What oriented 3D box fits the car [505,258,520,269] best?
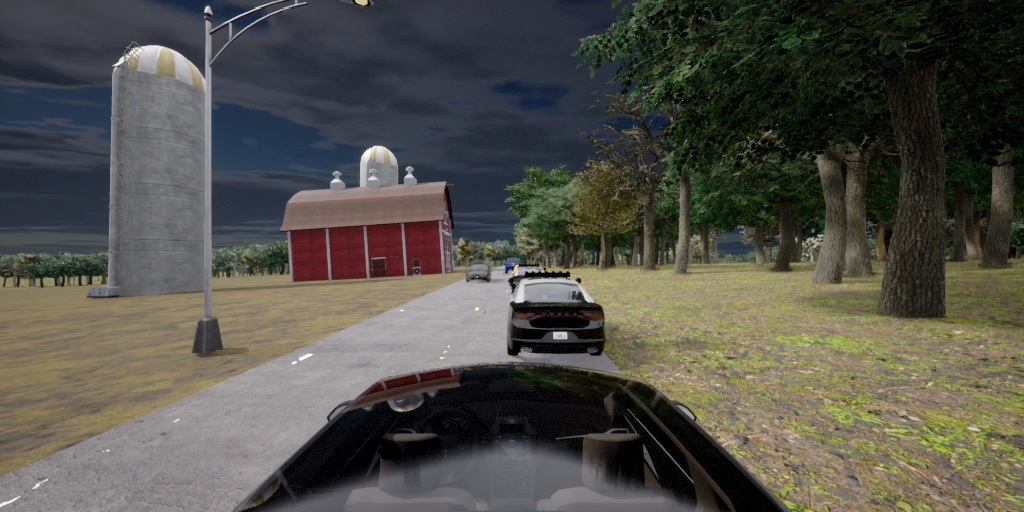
[{"bbox_3d":[0.207,1.265,47.309,2.150,2.045,5.566,0,0,0],"label":"car"}]

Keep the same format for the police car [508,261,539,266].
[{"bbox_3d":[0.888,1.231,18.832,1.930,1.638,5.238,0,0,0],"label":"police car"}]

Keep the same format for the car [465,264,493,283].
[{"bbox_3d":[-2.647,1.390,29.431,1.837,1.490,4.892,0,0,0],"label":"car"}]

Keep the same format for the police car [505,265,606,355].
[{"bbox_3d":[0.851,1.187,8.828,1.930,1.638,5.238,0,0,0],"label":"police car"}]
